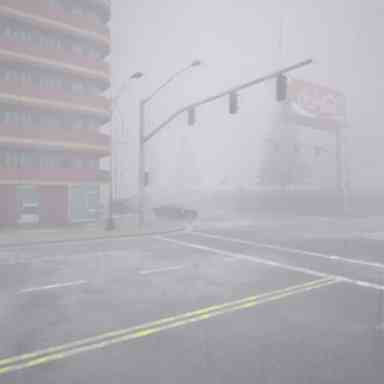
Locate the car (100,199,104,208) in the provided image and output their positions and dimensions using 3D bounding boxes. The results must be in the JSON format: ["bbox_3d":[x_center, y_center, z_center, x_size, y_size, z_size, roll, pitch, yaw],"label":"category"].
[{"bbox_3d":[-13.814,1.383,45.861,2.097,1.767,4.553,0,0,-36],"label":"car"}]

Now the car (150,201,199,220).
[{"bbox_3d":[-1.441,1.638,28.602,1.895,1.301,4.718,0,0,-36],"label":"car"}]

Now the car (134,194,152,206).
[{"bbox_3d":[-8.853,1.280,57.278,2.150,2.045,5.566,0,0,-36],"label":"car"}]

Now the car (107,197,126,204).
[{"bbox_3d":[-14.917,1.657,65.696,1.895,1.301,4.718,0,0,-36],"label":"car"}]

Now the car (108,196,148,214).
[{"bbox_3d":[-7.264,1.525,36.717,2.128,1.511,4.902,0,0,-36],"label":"car"}]
